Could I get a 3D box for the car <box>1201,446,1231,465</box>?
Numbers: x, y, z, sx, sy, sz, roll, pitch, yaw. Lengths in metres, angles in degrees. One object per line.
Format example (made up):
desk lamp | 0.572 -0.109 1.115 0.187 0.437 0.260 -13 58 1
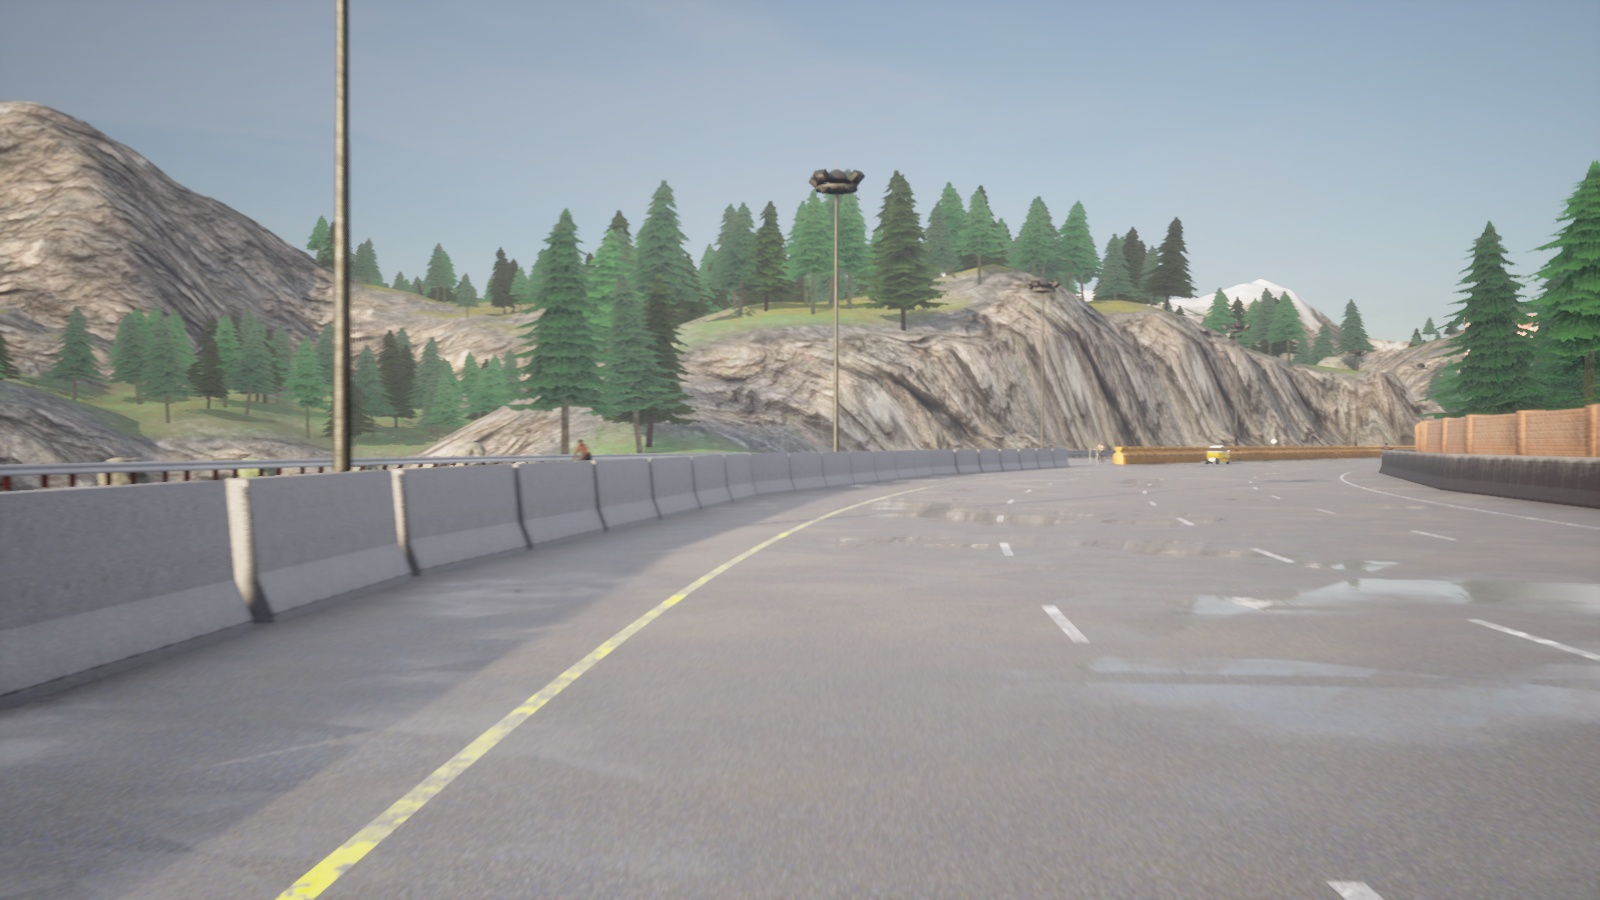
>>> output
car | 30.073 0.396 90.713 1.481 1.376 2.207 0 1 36
